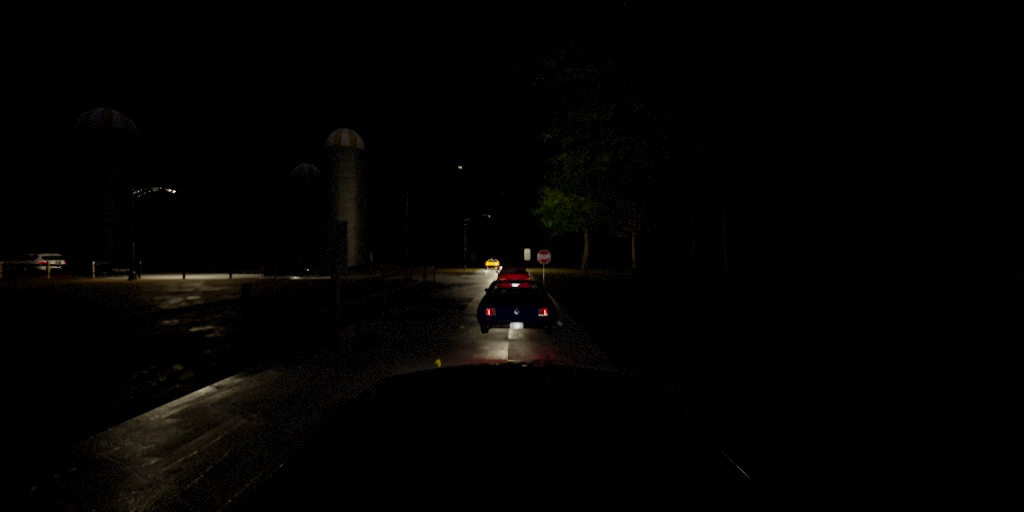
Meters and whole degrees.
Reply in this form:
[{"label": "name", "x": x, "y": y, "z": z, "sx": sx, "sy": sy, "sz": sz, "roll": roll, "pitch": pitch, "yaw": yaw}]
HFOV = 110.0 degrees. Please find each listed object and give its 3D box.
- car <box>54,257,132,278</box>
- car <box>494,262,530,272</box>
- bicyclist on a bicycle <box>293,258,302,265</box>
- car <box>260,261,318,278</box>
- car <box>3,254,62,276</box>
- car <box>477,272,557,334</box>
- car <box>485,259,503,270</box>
[{"label": "car", "x": -36.854, "y": 1.094, "z": 31.897, "sx": 5.008, "sy": 1.535, "sz": 1.882, "roll": 0, "pitch": 0, "yaw": 0}, {"label": "car", "x": 0.062, "y": 1.236, "z": 19.764, "sx": 1.812, "sy": 1.442, "sz": 4.674, "roll": 0, "pitch": 0, "yaw": -2}, {"label": "bicyclist on a bicycle", "x": -22.679, "y": 1.080, "z": 37.949, "sx": 0.582, "sy": 1.620, "sz": 1.656, "roll": 0, "pitch": 0, "yaw": 0}, {"label": "car", "x": -19.835, "y": 1.180, "z": 31.986, "sx": 4.674, "sy": 1.442, "sz": 1.812, "roll": 0, "pitch": 0, "yaw": 0}, {"label": "car", "x": -46.746, "y": 0.816, "z": 34.723, "sx": 5.566, "sy": 2.045, "sz": 2.150, "roll": 0, "pitch": 0, "yaw": 0}, {"label": "car", "x": 0.117, "y": 1.319, "z": 10.497, "sx": 1.895, "sy": 1.301, "sz": 4.718, "roll": 0, "pitch": 0, "yaw": 0}, {"label": "car", "x": -2.757, "y": 1.199, "z": 51.523, "sx": 1.882, "sy": 1.535, "sz": 5.008, "roll": 0, "pitch": 0, "yaw": 0}]
